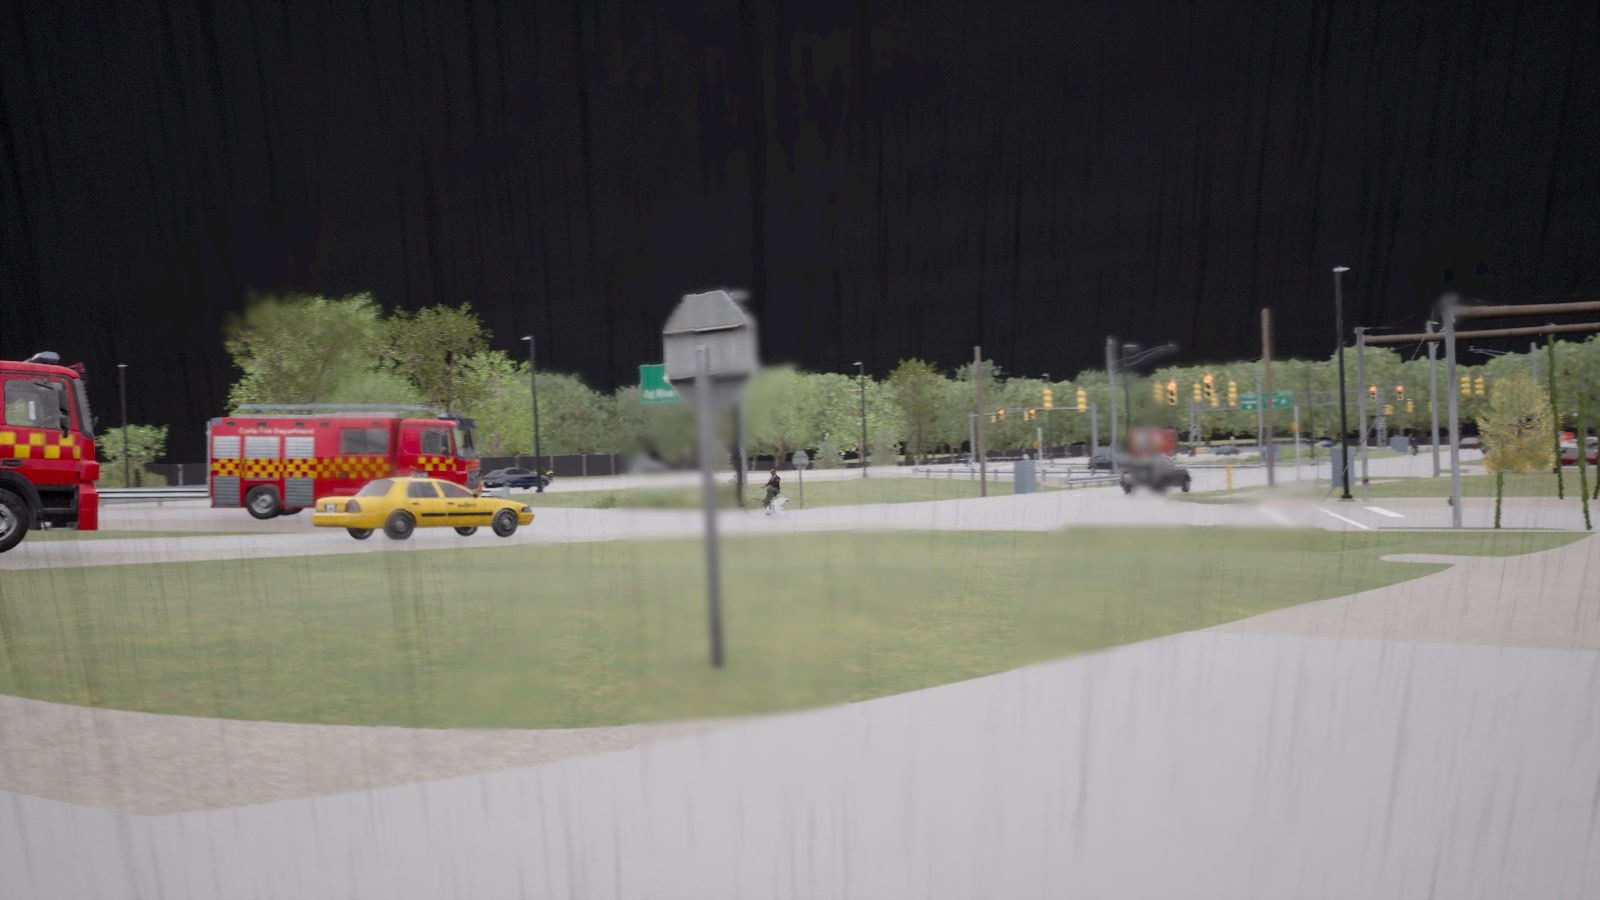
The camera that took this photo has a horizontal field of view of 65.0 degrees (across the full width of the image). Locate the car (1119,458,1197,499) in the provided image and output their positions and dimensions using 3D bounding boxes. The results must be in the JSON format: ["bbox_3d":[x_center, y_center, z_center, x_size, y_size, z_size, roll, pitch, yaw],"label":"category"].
[{"bbox_3d":[17.098,1.328,59.813,1.932,1.855,4.605,-2,-1,38],"label":"car"}]

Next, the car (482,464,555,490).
[{"bbox_3d":[-17.460,1.662,78.035,1.816,1.474,4.193,-2,0,39],"label":"car"}]

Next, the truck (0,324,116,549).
[{"bbox_3d":[-16.484,-0.277,20.910,8.468,3.827,2.891,3,-3,-39],"label":"truck"}]

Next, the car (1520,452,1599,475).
[{"bbox_3d":[51.564,0.902,84.860,4.792,1.488,2.163,-1,0,35],"label":"car"}]

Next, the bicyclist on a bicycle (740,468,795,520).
[{"bbox_3d":[-1.131,1.518,43.805,1.843,1.776,0.659,0,-1,-36],"label":"bicyclist on a bicycle"}]

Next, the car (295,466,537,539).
[{"bbox_3d":[-8.977,1.238,29.819,1.801,1.575,5.366,-2,-3,40],"label":"car"}]

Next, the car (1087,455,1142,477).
[{"bbox_3d":[24.103,1.241,96.289,3.705,1.549,1.789,-1,1,36],"label":"car"}]

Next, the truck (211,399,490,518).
[{"bbox_3d":[-15.146,0.270,42.843,8.468,3.827,2.891,1,1,-3],"label":"truck"}]
